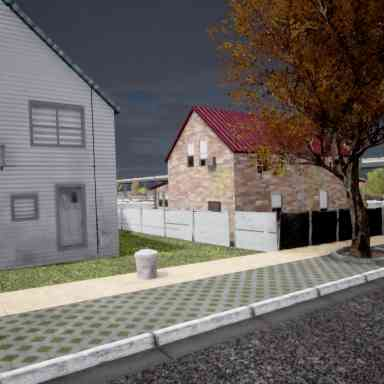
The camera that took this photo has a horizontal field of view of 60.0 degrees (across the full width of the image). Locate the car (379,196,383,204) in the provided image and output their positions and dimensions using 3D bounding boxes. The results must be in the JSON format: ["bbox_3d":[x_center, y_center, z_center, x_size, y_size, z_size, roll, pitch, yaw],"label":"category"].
[{"bbox_3d":[38.487,1.600,64.512,1.837,1.490,4.892,-2,0,0],"label":"car"}]

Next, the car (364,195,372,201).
[{"bbox_3d":[31.976,1.541,63.850,2.150,2.045,5.566,-2,0,0],"label":"car"}]

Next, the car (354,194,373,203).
[{"bbox_3d":[38.571,1.440,74.914,2.097,1.767,4.553,-2,0,0],"label":"car"}]

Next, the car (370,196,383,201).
[{"bbox_3d":[28.511,1.798,48.390,1.882,1.535,5.008,-2,-1,1],"label":"car"}]

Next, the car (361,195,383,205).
[{"bbox_3d":[35.238,1.577,64.827,2.097,1.767,4.553,-2,0,0],"label":"car"}]
